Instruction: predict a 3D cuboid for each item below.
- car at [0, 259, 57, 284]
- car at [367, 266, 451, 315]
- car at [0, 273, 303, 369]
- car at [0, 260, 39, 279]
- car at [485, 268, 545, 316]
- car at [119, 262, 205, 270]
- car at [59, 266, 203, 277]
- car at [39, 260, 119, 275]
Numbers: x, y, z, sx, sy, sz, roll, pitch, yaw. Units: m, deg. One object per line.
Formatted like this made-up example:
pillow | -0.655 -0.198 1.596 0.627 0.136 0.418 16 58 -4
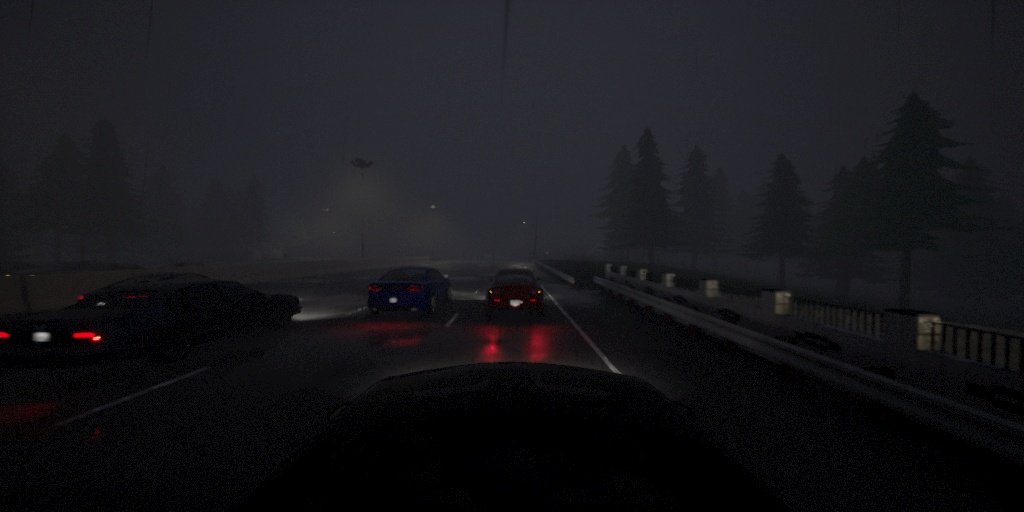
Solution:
car | -31.539 0.971 21.778 1.812 1.442 4.674 0 0 0
car | -3.412 1.083 12.768 1.882 1.535 5.008 0 1 0
car | -6.909 1.206 7.774 2.033 1.411 5.357 0 1 0
car | -28.026 0.984 22.996 2.033 1.411 5.357 0 1 0
car | 0.088 1.140 12.523 1.812 1.442 4.674 0 1 0
car | -21.031 1.056 22.528 1.895 1.301 4.718 0 1 0
car | -10.411 1.176 11.123 1.994 1.385 4.181 0 1 0
car | -24.538 1.059 21.793 1.895 1.301 4.718 0 1 0
